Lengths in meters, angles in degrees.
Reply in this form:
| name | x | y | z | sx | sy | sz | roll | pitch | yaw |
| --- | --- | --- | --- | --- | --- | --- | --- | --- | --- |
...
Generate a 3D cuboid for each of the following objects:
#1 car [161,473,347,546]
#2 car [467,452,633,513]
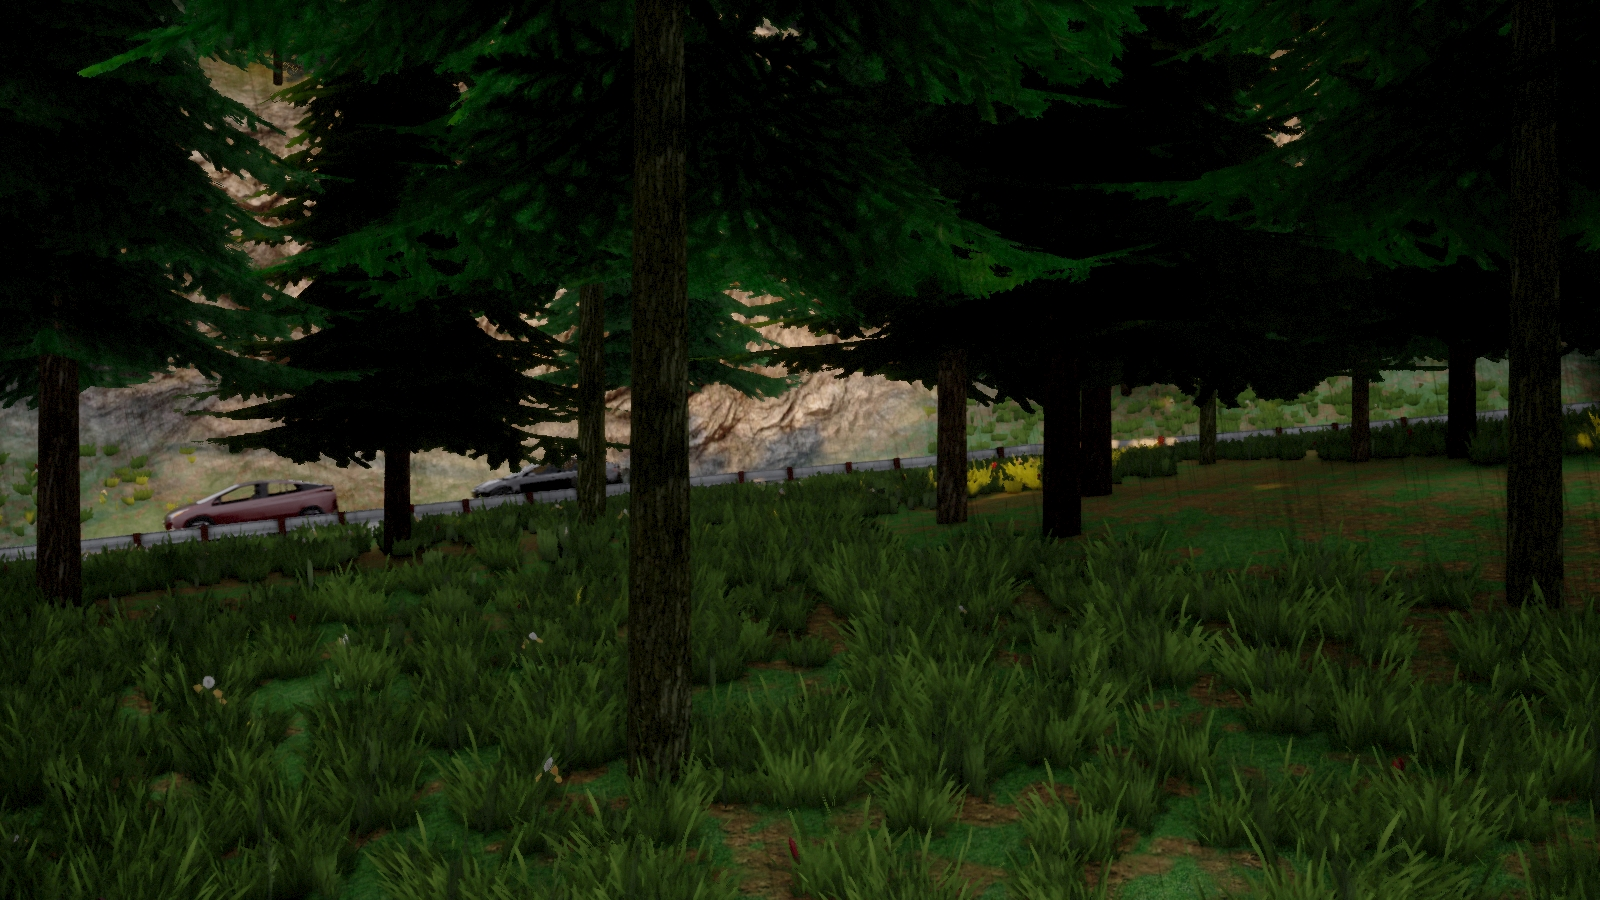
| name | x | y | z | sx | sy | sz | roll | pitch | yaw |
| --- | --- | --- | --- | --- | --- | --- | --- | --- | --- |
| car | -15.538 | 1.645 | 32.578 | 4.514 | 1.525 | 2.007 | -5 | 3 | -31 |
| car | -8.086 | 1.003 | 36.991 | 4.792 | 1.488 | 2.163 | -5 | 2 | -25 |
